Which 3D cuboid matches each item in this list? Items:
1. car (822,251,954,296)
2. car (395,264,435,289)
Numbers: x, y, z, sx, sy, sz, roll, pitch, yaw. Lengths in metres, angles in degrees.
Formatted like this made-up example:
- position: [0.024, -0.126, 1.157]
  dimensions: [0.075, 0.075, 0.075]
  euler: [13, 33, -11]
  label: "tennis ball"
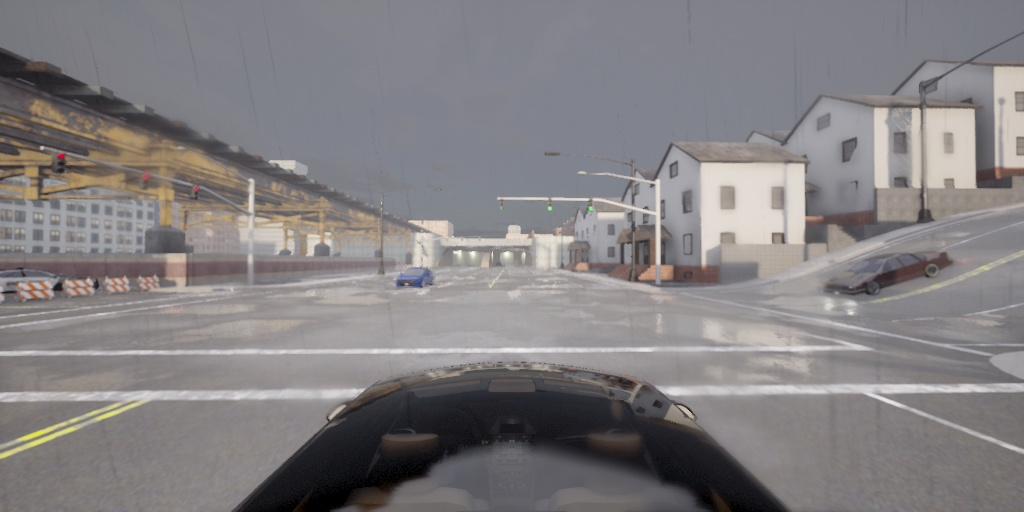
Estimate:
- position: [18.581, 0.727, 17.887]
  dimensions: [5.357, 1.411, 2.033]
  euler: [-16, 0, -1]
  label: "car"
- position: [-6.991, 1.579, 26.304]
  dimensions: [1.882, 1.535, 5.008]
  euler: [0, 0, 0]
  label: "car"
